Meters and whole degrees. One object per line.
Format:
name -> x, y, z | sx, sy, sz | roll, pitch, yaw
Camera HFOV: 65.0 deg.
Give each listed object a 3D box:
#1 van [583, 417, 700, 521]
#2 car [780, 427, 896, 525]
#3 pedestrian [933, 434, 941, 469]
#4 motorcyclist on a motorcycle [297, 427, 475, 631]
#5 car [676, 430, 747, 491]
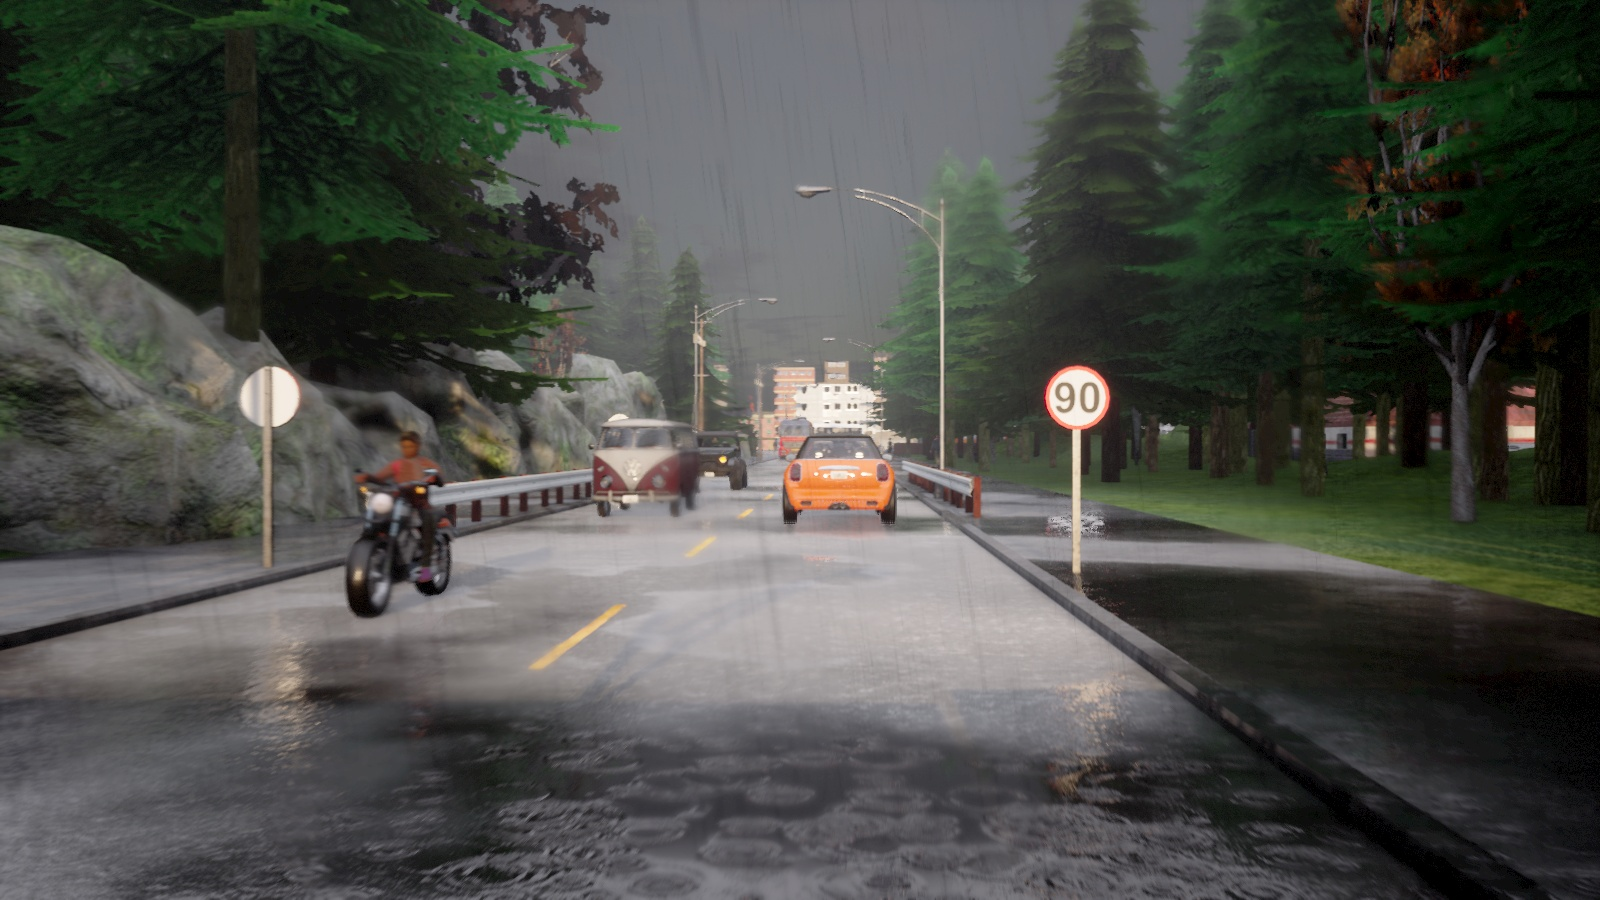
van -> -3.214, 0.347, 26.255 | 1.775, 1.987, 4.442 | 0, 0, 2
car -> 0.749, 0.464, 24.931 | 2.097, 1.767, 4.553 | 0, 0, 2
pedestrian -> 7.226, 0.089, 66.254 | 0.402, 1.842, 0.726 | 0, 0, 5
motorcyclist on a motorcycle -> -3.650, 0.629, 11.332 | 0.766, 1.649, 2.350 | 0, 0, 2
car -> -2.794, 0.313, 40.398 | 1.905, 1.878, 3.866 | 0, 0, 2
